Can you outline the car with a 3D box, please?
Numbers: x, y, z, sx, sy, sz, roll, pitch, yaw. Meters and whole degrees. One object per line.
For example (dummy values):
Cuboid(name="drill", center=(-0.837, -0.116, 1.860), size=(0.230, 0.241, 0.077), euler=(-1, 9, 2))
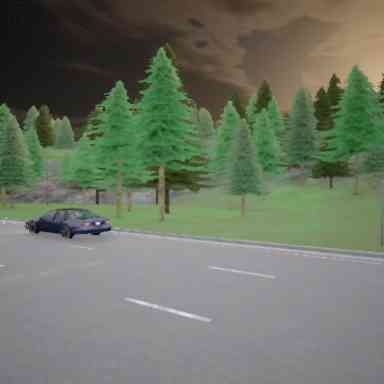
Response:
Cuboid(name="car", center=(-6.504, 1.541, 17.220), size=(5.357, 1.411, 2.033), euler=(0, 0, 35))
